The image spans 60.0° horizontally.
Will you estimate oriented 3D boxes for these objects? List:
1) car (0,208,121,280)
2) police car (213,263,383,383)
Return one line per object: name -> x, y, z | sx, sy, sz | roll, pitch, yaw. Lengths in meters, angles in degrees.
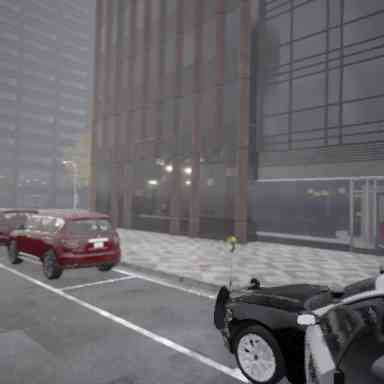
car -> -4.327, 1.574, 10.945 | 5.009, 1.841, 2.192 | 0, -2, 44
police car -> 2.515, 1.615, 3.767 | 5.238, 1.638, 1.930 | 0, -2, 44
